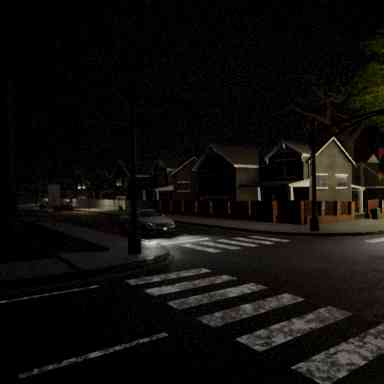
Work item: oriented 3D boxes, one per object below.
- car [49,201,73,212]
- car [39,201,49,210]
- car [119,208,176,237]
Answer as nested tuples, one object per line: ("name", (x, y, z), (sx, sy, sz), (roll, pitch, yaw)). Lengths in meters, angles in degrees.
("car", (-18.255, 1.985, 47.013), (2.128, 1.511, 4.902), (-1, 0, -34))
("car", (-24.231, 2.186, 55.542), (1.994, 1.385, 4.181), (-1, 0, -35))
("car", (-2.792, 1.718, 19.750), (1.812, 1.442, 4.674), (-1, 0, -35))
